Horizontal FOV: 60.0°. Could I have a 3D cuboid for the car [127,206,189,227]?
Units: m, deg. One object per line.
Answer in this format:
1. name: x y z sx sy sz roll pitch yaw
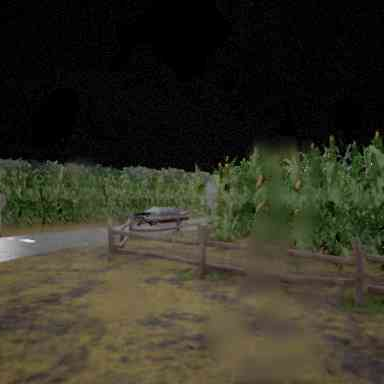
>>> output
1. car: -2.408 1.803 25.389 2.033 1.411 5.357 -1 -2 36
